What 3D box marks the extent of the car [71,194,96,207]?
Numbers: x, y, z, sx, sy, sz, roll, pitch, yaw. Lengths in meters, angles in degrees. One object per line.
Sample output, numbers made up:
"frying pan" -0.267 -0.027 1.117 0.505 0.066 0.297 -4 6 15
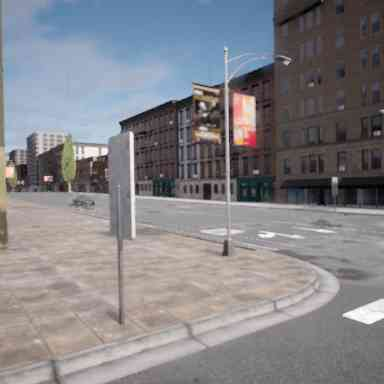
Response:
"car" -13.690 1.072 41.797 1.837 1.490 4.892 -2 2 -36
